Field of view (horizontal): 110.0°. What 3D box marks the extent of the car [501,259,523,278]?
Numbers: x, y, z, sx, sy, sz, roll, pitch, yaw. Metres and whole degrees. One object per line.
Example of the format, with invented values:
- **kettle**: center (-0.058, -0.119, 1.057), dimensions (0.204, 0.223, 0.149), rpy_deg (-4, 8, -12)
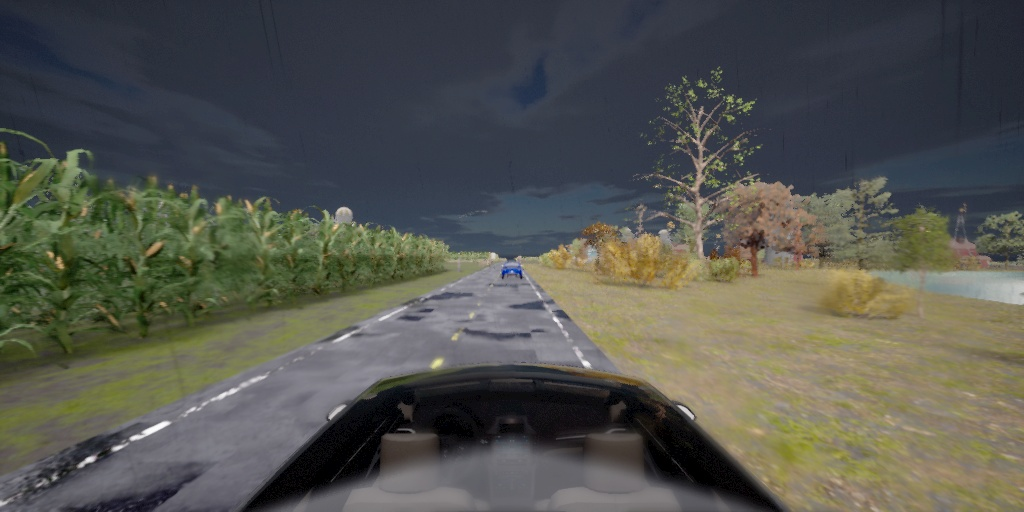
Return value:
- **car**: center (0.029, 1.246, 33.774), dimensions (1.882, 1.535, 5.008), rpy_deg (0, 0, 1)
